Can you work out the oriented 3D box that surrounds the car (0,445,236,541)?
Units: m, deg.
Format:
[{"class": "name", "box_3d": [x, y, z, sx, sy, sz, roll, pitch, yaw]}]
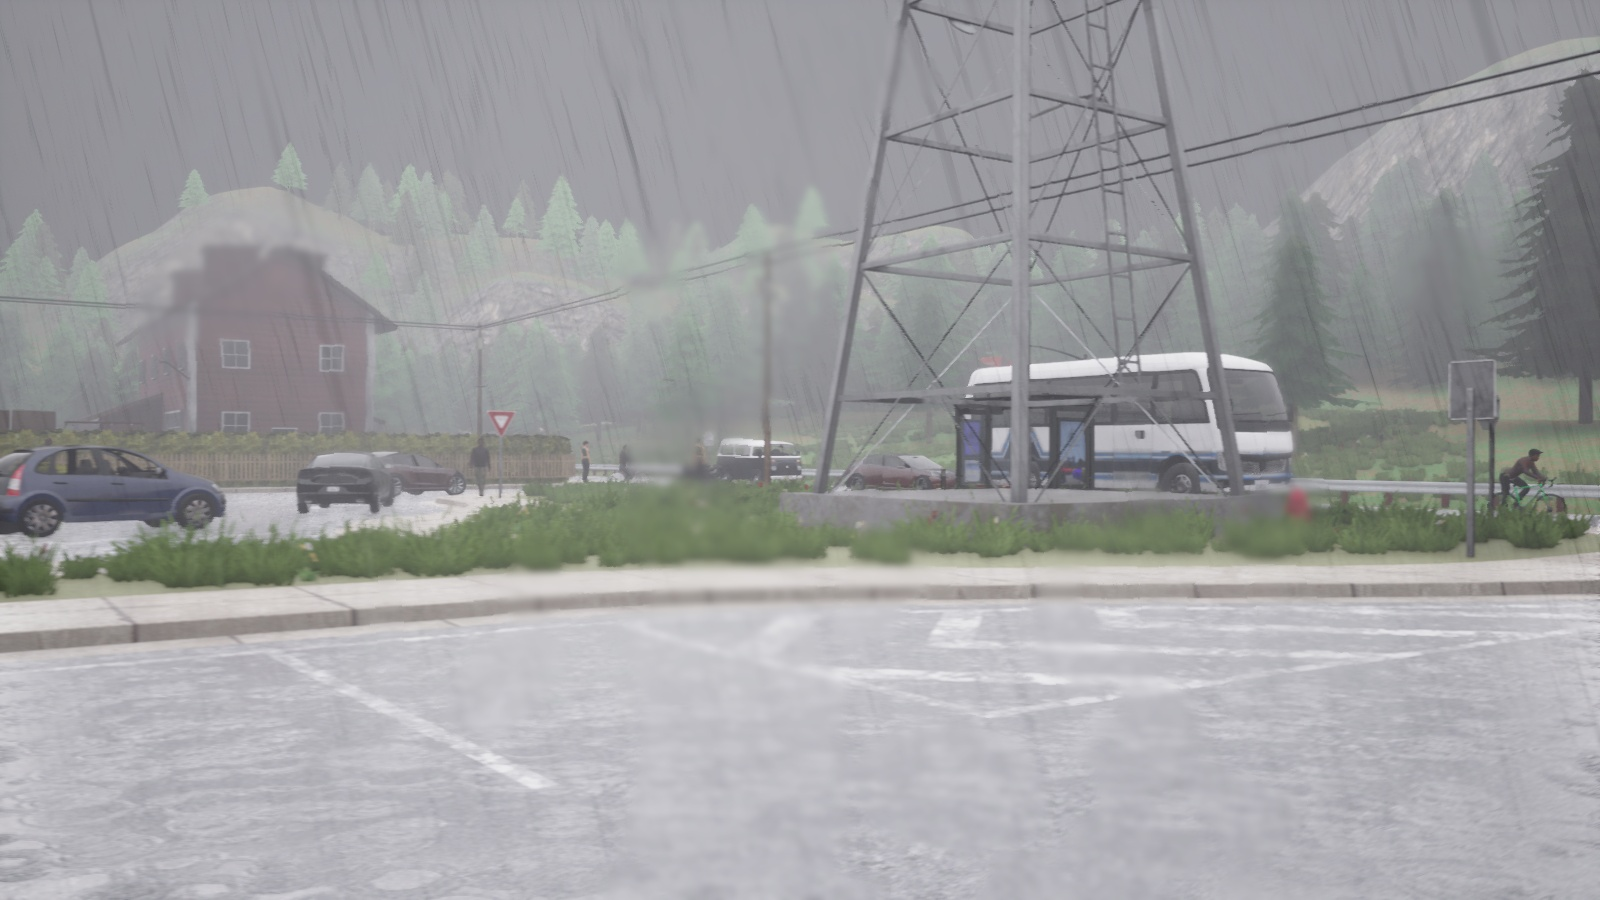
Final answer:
[{"class": "car", "box_3d": [-12.816, 0.727, 23.164, 1.851, 1.617, 3.988, 0, 0, 39]}]

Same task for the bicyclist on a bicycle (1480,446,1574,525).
[{"class": "bicyclist on a bicycle", "box_3d": [15.510, 0.731, 26.820, 0.582, 1.620, 1.656, 0, 0, -34]}]

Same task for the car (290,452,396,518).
[{"class": "car", "box_3d": [-11.532, 0.825, 31.982, 1.882, 1.535, 5.008, 0, 0, -12]}]

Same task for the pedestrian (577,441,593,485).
[{"class": "pedestrian", "box_3d": [-9.154, 0.551, 53.566, 0.345, 1.836, 0.594, 0, 0, 40]}]

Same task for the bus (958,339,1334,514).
[{"class": "bus", "box_3d": [9.422, -0.563, 35.902, 3.944, 4.253, 10.273, 0, 0, -34]}]

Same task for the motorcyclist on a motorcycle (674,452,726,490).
[{"class": "motorcyclist on a motorcycle", "box_3d": [-4.158, 0.864, 52.152, 2.044, 1.523, 0.797, 0, 0, -12]}]

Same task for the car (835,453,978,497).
[{"class": "car", "box_3d": [3.691, 0.846, 44.336, 2.163, 1.488, 4.792, 0, 0, -44]}]

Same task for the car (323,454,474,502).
[{"class": "car", "box_3d": [-13.262, 0.875, 41.816, 2.163, 1.488, 4.792, 0, 0, 24]}]

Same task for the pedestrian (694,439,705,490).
[{"class": "pedestrian", "box_3d": [-3.600, 0.518, 44.994, 0.345, 1.836, 0.594, 0, 0, -2]}]

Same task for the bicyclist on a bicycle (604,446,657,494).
[{"class": "bicyclist on a bicycle", "box_3d": [-6.347, 0.744, 47.091, 1.843, 1.776, 0.659, 0, 0, -36]}]

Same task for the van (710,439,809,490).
[{"class": "van", "box_3d": [-1.762, 0.601, 52.594, 2.069, 2.038, 4.480, 0, 0, -34]}]

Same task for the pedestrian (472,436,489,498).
[{"class": "pedestrian", "box_3d": [-9.531, 0.512, 37.455, 0.431, 1.840, 0.703, 0, 0, -10]}]
